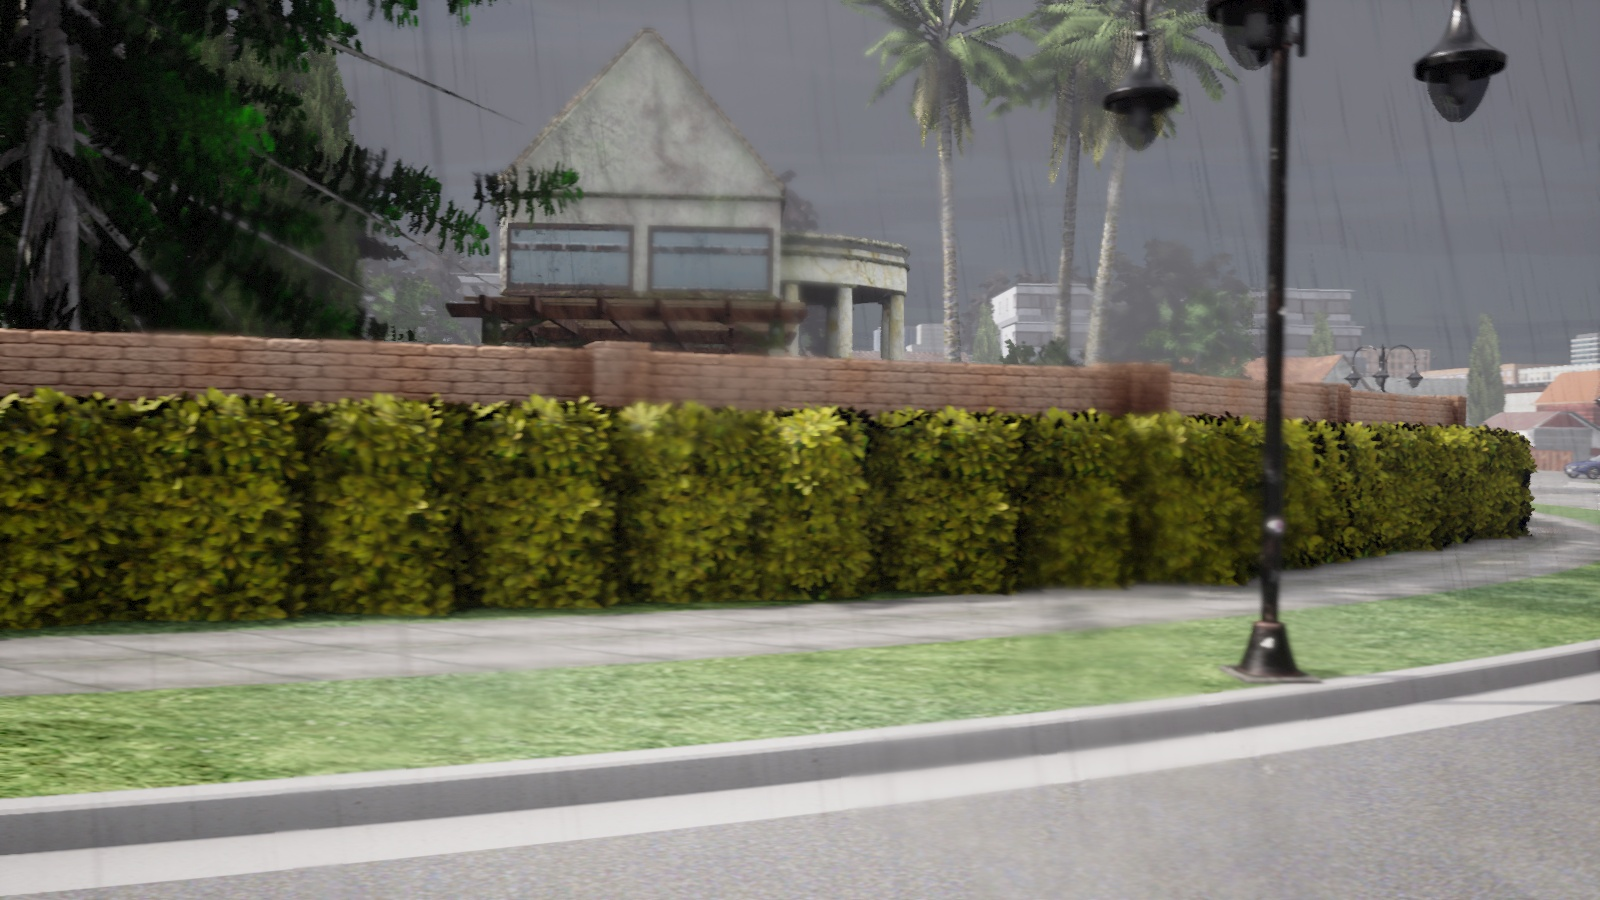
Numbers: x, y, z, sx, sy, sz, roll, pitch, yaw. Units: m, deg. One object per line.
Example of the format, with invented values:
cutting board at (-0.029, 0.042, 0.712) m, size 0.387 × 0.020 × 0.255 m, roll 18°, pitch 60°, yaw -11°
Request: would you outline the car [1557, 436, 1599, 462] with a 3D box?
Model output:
car at (45.319, -0.069, 70.394) m, size 4.674 × 1.442 × 1.812 m, roll 0°, pitch 1°, yaw -3°
